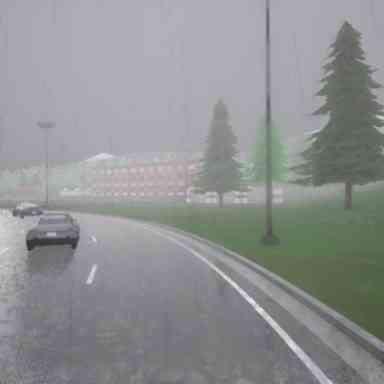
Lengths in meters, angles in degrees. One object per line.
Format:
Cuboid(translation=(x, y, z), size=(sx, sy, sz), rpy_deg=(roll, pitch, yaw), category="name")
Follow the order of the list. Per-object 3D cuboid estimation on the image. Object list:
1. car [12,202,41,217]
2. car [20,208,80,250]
Cuboid(translation=(-15.431, 1.690, 31.175), size=(1.812, 1.442, 4.674), rpy_deg=(0, 0, -40), category="car")
Cuboid(translation=(-6.122, 1.632, 14.916), size=(1.994, 1.385, 4.181), rpy_deg=(0, 0, -18), category="car")
